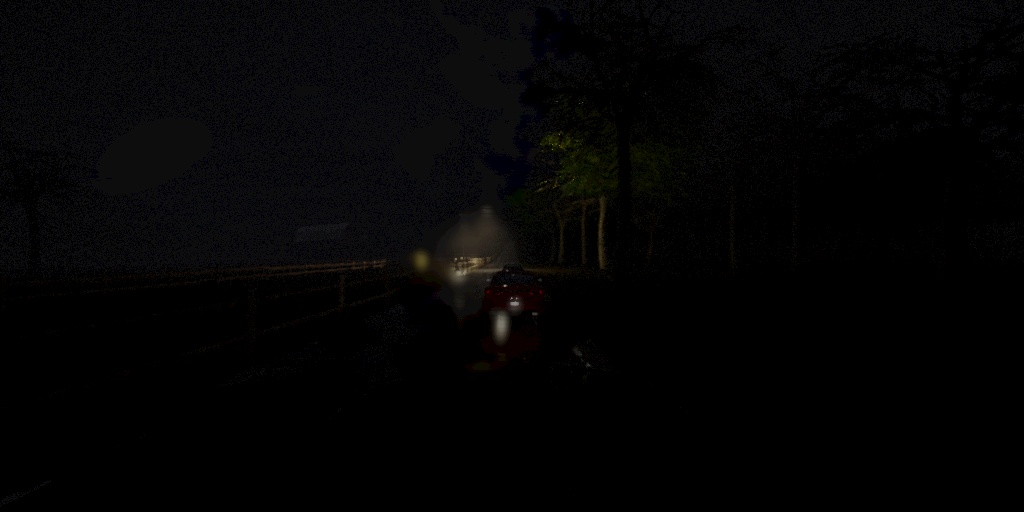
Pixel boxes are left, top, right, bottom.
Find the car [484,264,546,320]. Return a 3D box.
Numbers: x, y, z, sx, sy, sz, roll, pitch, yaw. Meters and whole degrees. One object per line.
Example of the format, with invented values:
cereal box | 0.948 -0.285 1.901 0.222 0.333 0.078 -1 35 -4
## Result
car | 0.103 1.221 12.659 1.882 1.535 5.008 0 0 0
